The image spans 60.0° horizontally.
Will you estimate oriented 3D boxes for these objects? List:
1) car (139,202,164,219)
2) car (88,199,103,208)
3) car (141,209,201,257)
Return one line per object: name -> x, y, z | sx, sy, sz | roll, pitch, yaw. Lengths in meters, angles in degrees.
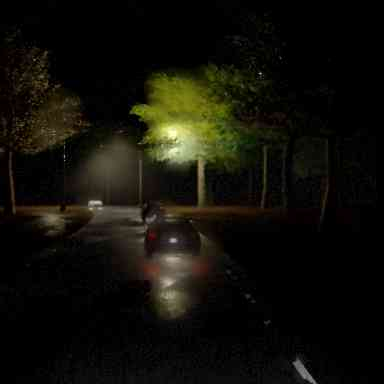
car -> -3.348, 1.608, 28.066 | 1.837, 1.490, 4.892 | 0, 0, -13
car -> -16.332, 1.885, 56.122 | 1.812, 1.442, 4.674 | 0, -1, -25
car -> -0.843, 1.591, 13.086 | 1.994, 1.385, 4.181 | 0, 0, -6
